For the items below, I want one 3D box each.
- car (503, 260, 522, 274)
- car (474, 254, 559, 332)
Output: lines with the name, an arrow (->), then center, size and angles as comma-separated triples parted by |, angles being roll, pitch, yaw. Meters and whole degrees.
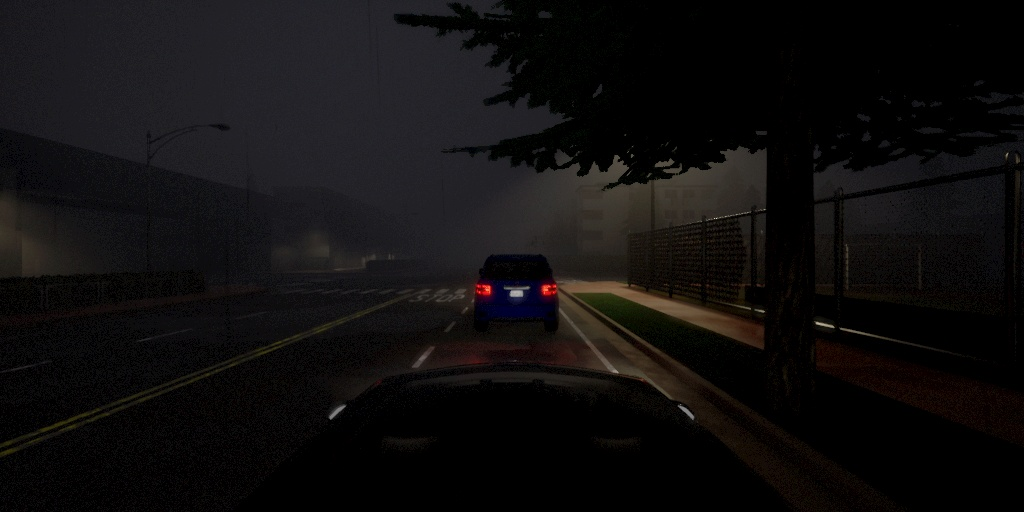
car -> 0.067, 1.235, 42.488 | 2.128, 1.511, 4.902 | 0, 0, 0
car -> 0.119, 0.970, 11.021 | 2.150, 2.045, 5.566 | 0, 0, 0
